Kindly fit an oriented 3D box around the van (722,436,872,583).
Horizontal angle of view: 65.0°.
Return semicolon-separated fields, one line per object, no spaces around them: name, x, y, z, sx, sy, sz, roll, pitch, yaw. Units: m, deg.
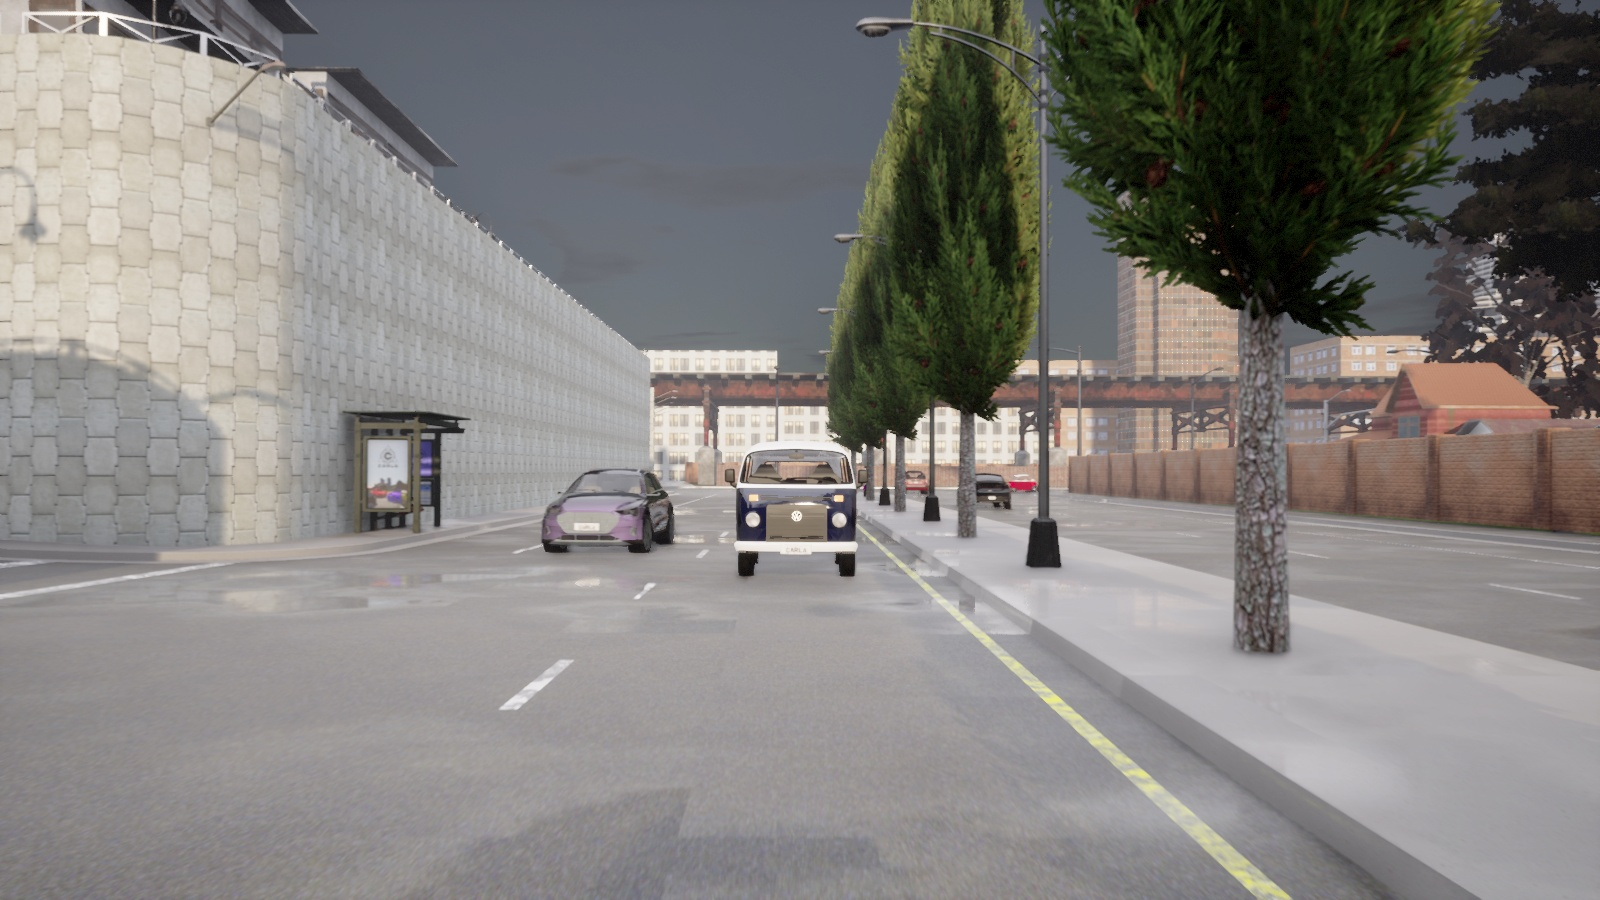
van;-0.052;0.864;19.626;2.069;2.038;4.480;0;-1;0

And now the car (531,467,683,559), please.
car;-3.716;1.179;25.063;2.033;1.649;4.856;0;-1;3

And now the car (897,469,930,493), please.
car;7.777;2.125;86.263;1.851;1.617;3.988;0;-1;0

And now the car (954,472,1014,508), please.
car;7.860;1.692;53.989;1.837;1.490;4.892;0;-1;0

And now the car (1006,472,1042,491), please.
car;16.622;2.363;93.209;2.207;1.376;1.481;0;-1;-10
